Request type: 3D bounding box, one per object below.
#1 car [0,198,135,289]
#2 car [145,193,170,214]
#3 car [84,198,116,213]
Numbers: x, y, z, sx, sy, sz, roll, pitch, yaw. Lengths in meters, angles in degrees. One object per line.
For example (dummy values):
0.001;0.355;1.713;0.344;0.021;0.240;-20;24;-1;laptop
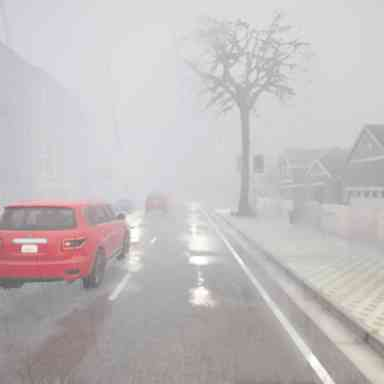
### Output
-3.220;1.203;9.236;2.150;2.045;5.566;0;0;0;car
-3.439;1.123;33.429;2.150;2.045;5.566;0;0;-1;car
-10.085;1.455;36.767;2.033;1.411;5.357;0;0;0;car
